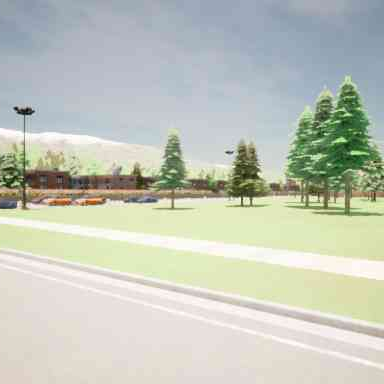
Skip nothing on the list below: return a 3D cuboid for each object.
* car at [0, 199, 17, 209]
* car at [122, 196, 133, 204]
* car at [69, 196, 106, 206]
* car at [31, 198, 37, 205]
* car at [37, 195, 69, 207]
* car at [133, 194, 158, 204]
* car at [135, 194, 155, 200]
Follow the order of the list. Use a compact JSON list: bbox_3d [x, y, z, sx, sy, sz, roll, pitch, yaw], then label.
[{"bbox_3d":[-24.420,1.547,41.236,2.033,1.411,5.357,0,0,35],"label":"car"},{"bbox_3d":[-11.627,1.506,65.561,1.837,1.490,4.892,0,0,35],"label":"car"},{"bbox_3d":[-16.450,1.351,52.640,2.097,1.767,4.553,0,0,35],"label":"car"},{"bbox_3d":[-25.566,1.353,57.899,2.097,1.767,4.553,0,0,34],"label":"car"},{"bbox_3d":[-21.113,1.352,52.075,2.097,1.767,4.553,0,0,35],"label":"car"},{"bbox_3d":[-8.542,1.526,63.894,1.812,1.442,4.674,0,0,35],"label":"car"},{"bbox_3d":[-10.996,1.181,78.615,1.837,1.490,4.892,0,0,35],"label":"car"}]
